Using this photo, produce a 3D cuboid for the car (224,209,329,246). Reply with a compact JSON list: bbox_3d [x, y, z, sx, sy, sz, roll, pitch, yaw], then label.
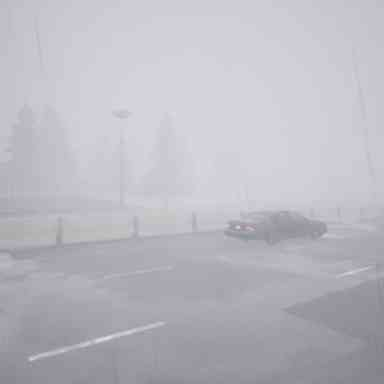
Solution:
[{"bbox_3d":[3.942,1.508,15.161,5.357,1.411,2.033,0,0,-35],"label":"car"}]
